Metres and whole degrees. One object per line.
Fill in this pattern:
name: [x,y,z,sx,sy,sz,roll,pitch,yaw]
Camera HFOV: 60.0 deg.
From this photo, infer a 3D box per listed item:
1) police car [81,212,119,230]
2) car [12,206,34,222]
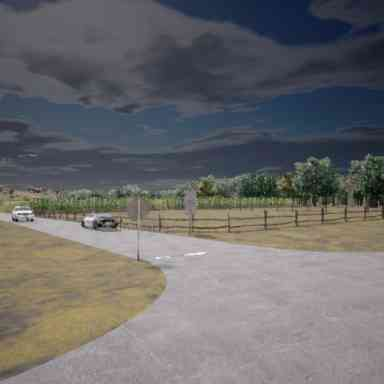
police car: [-8.321,2.528,29.491,2.038,1.542,4.974,1,-3,-35]
car: [-23.631,3.030,46.373,2.150,2.045,5.566,1,-3,-35]
